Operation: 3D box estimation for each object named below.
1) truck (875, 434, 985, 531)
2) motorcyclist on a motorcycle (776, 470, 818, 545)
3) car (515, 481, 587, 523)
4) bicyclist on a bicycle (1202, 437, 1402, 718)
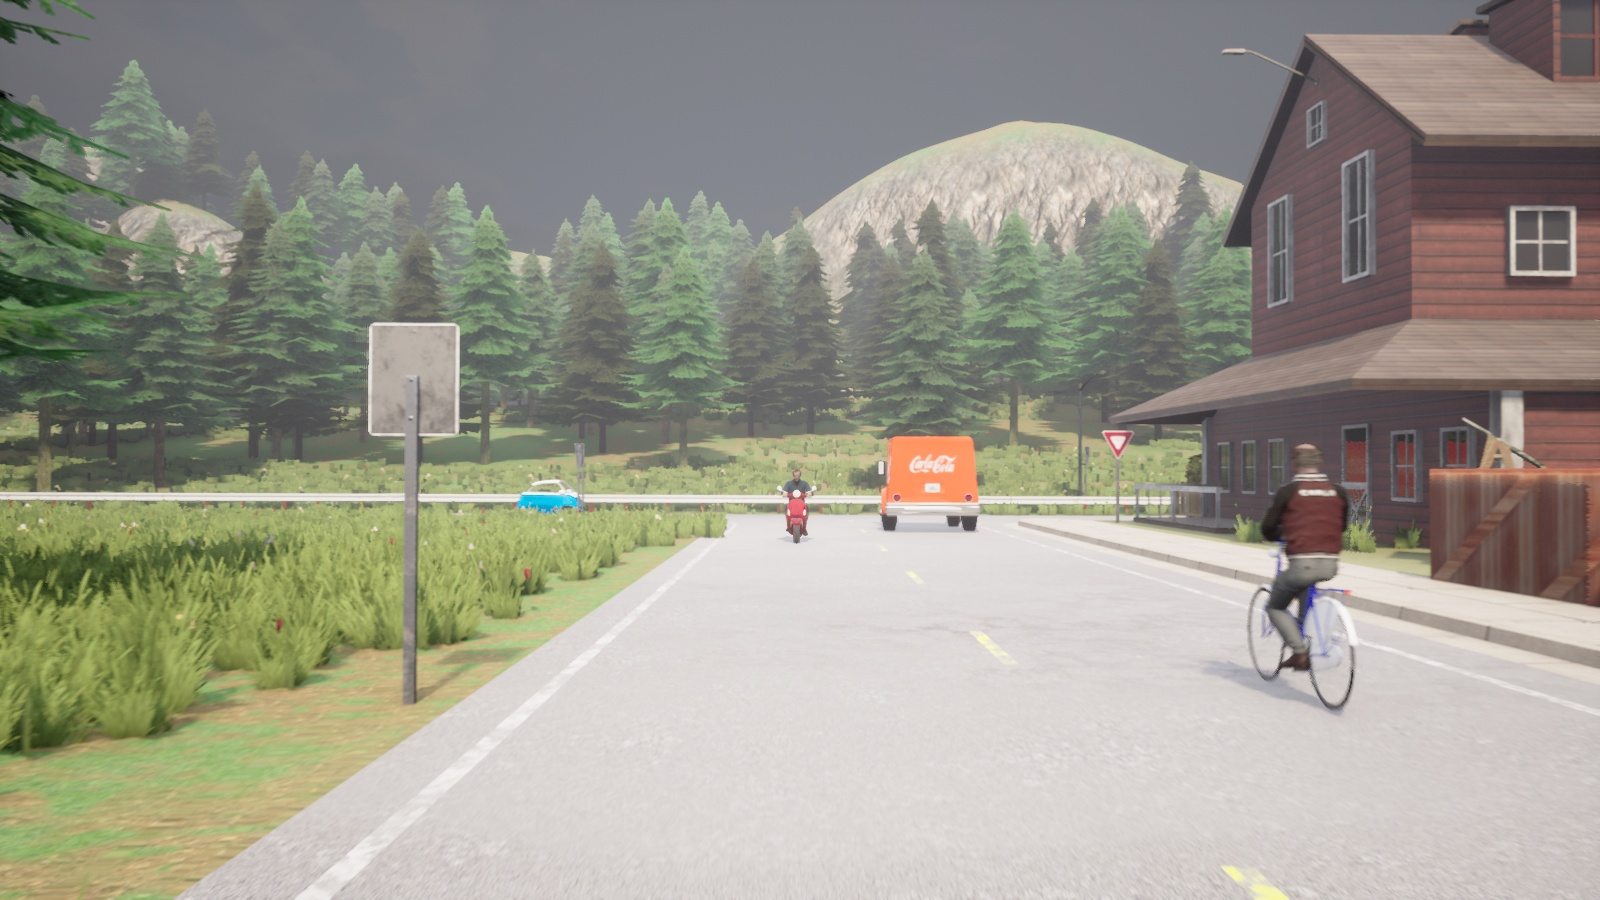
[{"bbox_3d":[3.474,0.889,34.632,2.627,2.467,5.204,0,-1,2],"label":"truck"},{"bbox_3d":[-0.063,1.229,27.488,0.866,1.590,1.817,0,-1,0],"label":"motorcyclist on a motorcycle"},{"bbox_3d":[-8.548,1.767,43.219,2.207,1.376,1.481,-1,-1,0],"label":"car"},{"bbox_3d":[3.478,0.820,8.885,0.659,1.776,1.843,0,-1,0],"label":"bicyclist on a bicycle"}]
